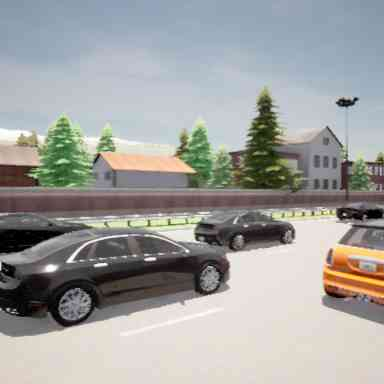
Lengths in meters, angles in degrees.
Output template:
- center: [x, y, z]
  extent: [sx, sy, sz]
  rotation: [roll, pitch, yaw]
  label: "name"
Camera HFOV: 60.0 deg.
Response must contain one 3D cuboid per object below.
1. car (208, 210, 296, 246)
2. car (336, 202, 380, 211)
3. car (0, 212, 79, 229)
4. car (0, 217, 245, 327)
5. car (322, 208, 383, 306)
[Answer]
- center: [2.330, 1.526, 14.003]
  extent: [4.892, 1.490, 1.837]
  rotation: [0, 0, -35]
  label: "car"
- center: [13.385, 1.529, 26.189]
  extent: [5.008, 1.535, 1.882]
  rotation: [0, 0, -35]
  label: "car"
- center: [-6.157, 1.482, 12.253]
  extent: [5.008, 1.535, 1.882]
  rotation: [0, 0, -35]
  label: "car"
- center: [-1.347, 1.512, 7.084]
  extent: [4.892, 1.490, 1.837]
  rotation: [0, 0, -35]
  label: "car"
- center: [4.906, 1.368, 7.245]
  extent: [4.553, 1.767, 2.097]
  rotation: [0, 0, -35]
  label: "car"
